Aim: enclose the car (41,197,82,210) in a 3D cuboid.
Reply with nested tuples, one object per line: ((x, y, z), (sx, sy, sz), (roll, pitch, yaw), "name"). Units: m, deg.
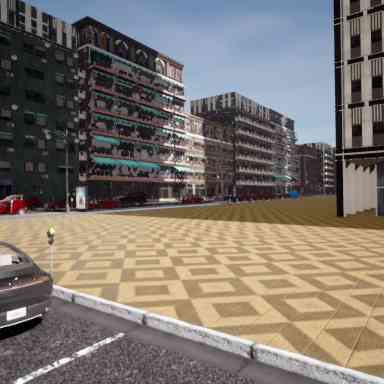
((-16.336, 1.415, 41.797), (1.887, 1.381, 4.507), (-1, 0, 36), "car")

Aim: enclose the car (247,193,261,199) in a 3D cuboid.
((16.170, 1.040, 86.503), (1.947, 1.339, 4.313), (-1, 0, 36), "car")

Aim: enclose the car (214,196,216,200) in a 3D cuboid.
((6.417, 1.029, 73.091), (1.967, 1.590, 4.097), (-1, 0, 36), "car")

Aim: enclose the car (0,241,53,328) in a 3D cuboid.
((-4.341, 1.553, 6.159), (4.403, 1.369, 2.008), (0, -1, 36), "car")

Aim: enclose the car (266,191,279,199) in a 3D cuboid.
((16.442, 0.740, 72.632), (2.192, 1.841, 5.009), (-1, 0, 36), "car")

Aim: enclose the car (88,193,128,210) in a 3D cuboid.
((-9.560, 1.186, 36.867), (1.967, 1.590, 4.097), (-1, 0, 36), "car")

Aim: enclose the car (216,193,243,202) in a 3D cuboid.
((6.693, 1.093, 59.221), (2.008, 1.369, 4.403), (-1, 0, 36), "car")

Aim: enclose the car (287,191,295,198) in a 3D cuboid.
((22.947, 0.932, 81.574), (1.802, 1.307, 4.206), (-1, 0, 36), "car")

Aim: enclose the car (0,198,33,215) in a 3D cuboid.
((-16.060, 1.413, 27.926), (1.802, 1.307, 4.206), (-1, 0, 36), "car")

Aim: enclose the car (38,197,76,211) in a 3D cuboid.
((-15.064, 1.368, 39.154), (1.812, 1.442, 4.674), (-1, 0, 36), "car")

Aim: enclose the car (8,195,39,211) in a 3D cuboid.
((-19.589, 1.228, 37.326), (2.192, 1.841, 5.009), (-1, 0, 36), "car")

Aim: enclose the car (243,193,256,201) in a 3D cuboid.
((9.944, 1.048, 63.691), (1.887, 1.381, 4.507), (-1, 0, 36), "car")

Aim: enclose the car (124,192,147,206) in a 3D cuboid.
((-8.921, 0.985, 47.602), (2.150, 2.045, 5.566), (-1, 0, 36), "car")

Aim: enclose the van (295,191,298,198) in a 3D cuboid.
((26.195, 0.654, 86.045), (1.690, 1.788, 3.998), (-1, 0, 36), "van")

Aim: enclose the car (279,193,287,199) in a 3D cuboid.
((19.695, 0.938, 77.103), (2.008, 1.369, 4.403), (-1, 0, 36), "car")

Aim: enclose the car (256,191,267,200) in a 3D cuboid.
((13.195, 1.046, 68.162), (1.802, 1.307, 4.206), (-1, 0, 36), "car")

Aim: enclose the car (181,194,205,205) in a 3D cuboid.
((0.191, 1.062, 50.279), (1.967, 1.590, 4.097), (-1, 0, 36), "car")
